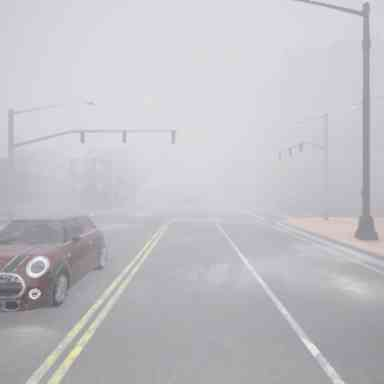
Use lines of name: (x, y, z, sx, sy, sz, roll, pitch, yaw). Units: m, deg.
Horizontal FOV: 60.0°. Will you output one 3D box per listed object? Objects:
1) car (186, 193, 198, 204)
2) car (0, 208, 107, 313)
car: (0.008, 0.998, 58.343, 2.097, 1.767, 4.553, 0, 4, 0)
car: (-3.561, 1.341, 7.901, 2.097, 1.767, 4.553, 0, 0, 0)
